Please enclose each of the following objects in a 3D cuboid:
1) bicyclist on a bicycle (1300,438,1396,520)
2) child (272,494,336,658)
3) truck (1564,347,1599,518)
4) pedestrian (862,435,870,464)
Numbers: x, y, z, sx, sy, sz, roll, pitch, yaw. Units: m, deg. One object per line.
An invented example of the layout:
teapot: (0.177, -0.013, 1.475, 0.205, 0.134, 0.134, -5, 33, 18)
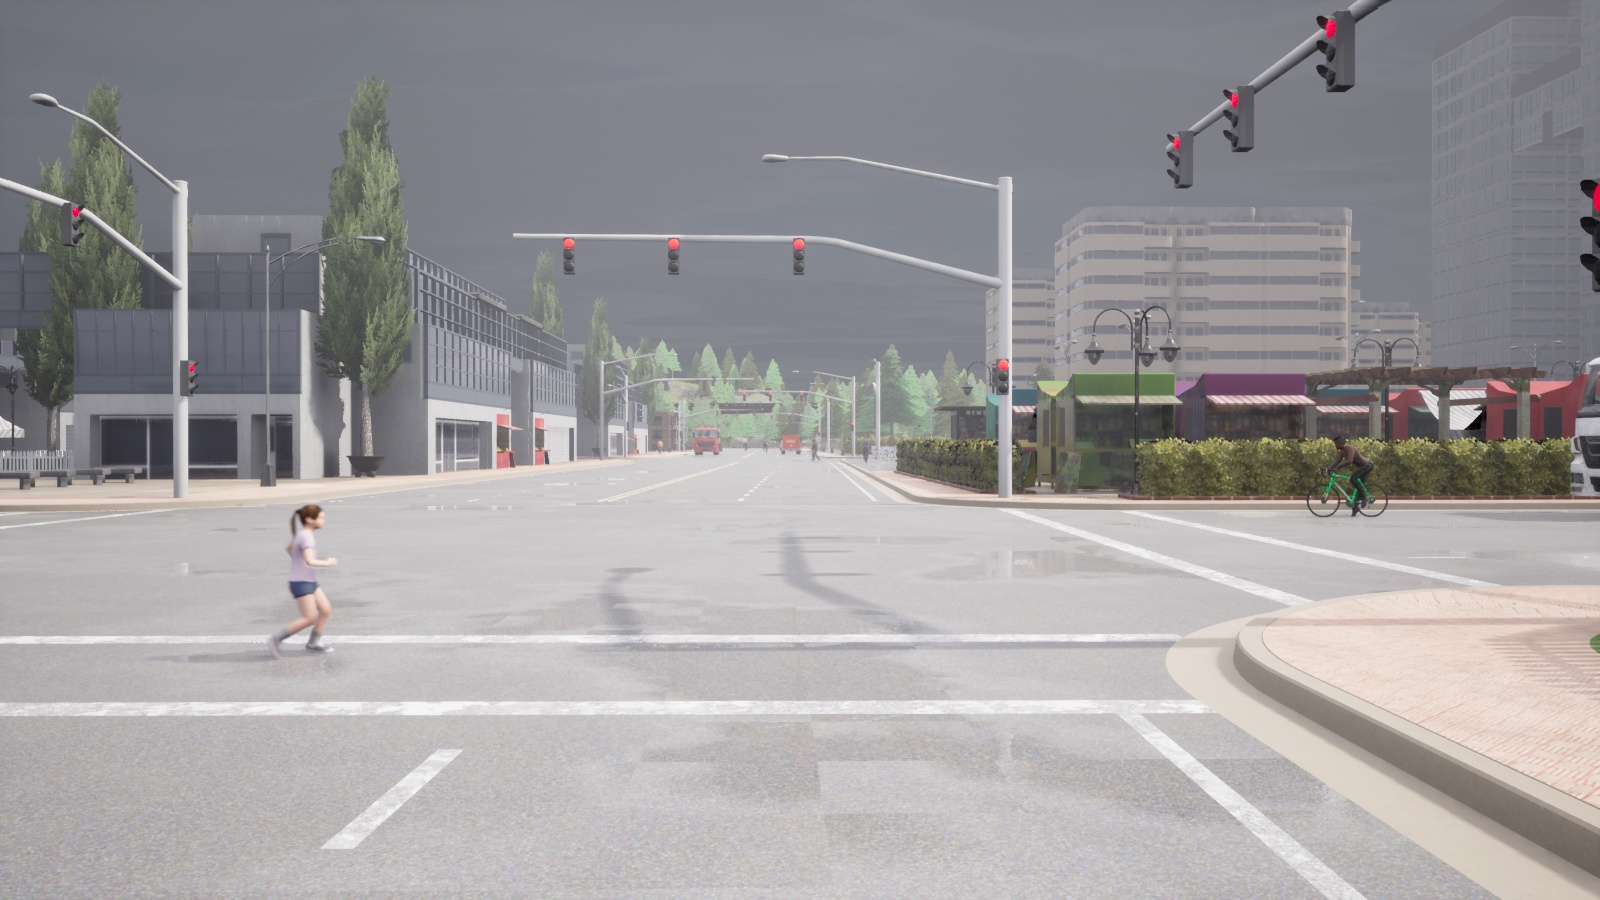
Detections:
bicyclist on a bicycle: (10.932, 0.567, 25.075, 1.656, 1.620, 0.582, 0, 0, -1)
child: (-3.445, 0.866, 8.737, 0.394, 1.110, 0.255, 0, 0, -16)
truck: (20.194, -0.362, 25.251, 7.936, 3.462, 2.891, 0, 0, -1)
pedestrian: (4.270, -0.051, 81.349, 0.540, 1.848, 0.694, 0, 0, 1)
